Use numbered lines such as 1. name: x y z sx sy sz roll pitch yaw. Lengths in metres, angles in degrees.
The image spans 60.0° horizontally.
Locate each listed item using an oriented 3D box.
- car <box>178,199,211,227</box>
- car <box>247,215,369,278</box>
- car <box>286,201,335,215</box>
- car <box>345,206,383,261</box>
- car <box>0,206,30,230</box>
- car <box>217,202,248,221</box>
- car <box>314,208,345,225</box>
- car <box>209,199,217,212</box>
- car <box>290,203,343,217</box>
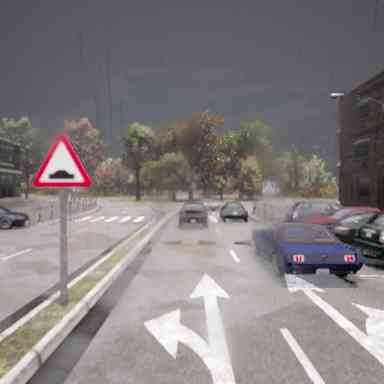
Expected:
1. car: 0.100 1.451 22.107 1.837 1.490 4.892 0 0 0
2. car: 3.096 1.593 10.079 1.895 1.301 4.718 0 0 0
3. car: 7.589 1.318 18.590 4.553 1.767 2.185 0 0 0
4. car: 7.598 1.346 10.315 4.553 1.767 2.185 0 0 0
5. car: -12.504 1.470 20.412 4.792 1.488 2.163 0 0 0
6. car: 3.250 1.489 26.159 1.994 1.385 4.181 0 0 3
7. car: 7.623 1.504 13.073 4.674 1.452 2.002 0 0 0
8. car: 1.996 1.455 37.223 1.895 1.301 4.718 0 0 15
9. car: 7.628 1.456 15.829 5.008 1.535 2.097 0 0 0
